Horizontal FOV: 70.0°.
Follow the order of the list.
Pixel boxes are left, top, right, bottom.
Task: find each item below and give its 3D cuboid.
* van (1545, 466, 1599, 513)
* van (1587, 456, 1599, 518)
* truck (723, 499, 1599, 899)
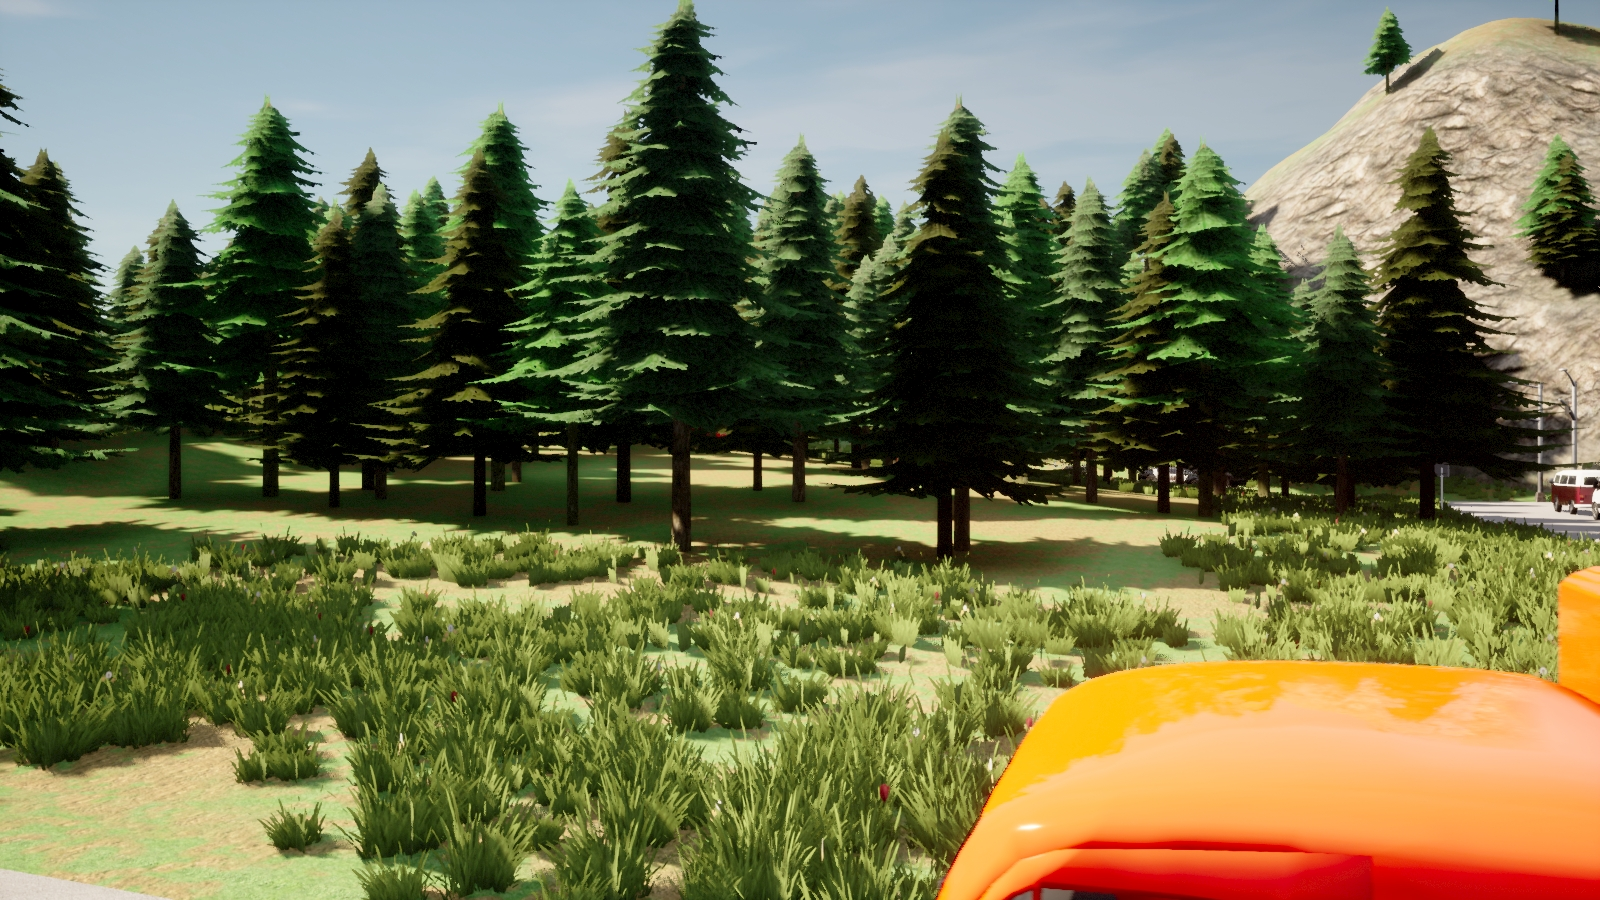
[{"bbox_3d":[36.159,1.782,52.642,2.069,2.038,4.480,0,0,20],"label":"van"},{"bbox_3d":[33.726,1.534,45.978,1.988,2.561,5.915,0,0,20],"label":"van"},{"bbox_3d":[2.760,1.429,2.340,5.204,2.467,2.627,0,0,20],"label":"truck"}]
